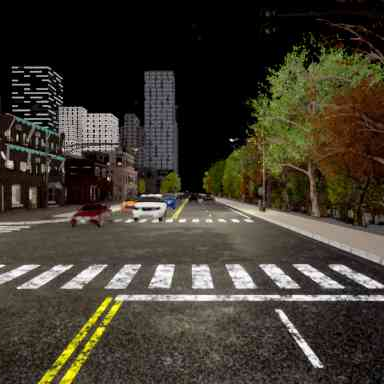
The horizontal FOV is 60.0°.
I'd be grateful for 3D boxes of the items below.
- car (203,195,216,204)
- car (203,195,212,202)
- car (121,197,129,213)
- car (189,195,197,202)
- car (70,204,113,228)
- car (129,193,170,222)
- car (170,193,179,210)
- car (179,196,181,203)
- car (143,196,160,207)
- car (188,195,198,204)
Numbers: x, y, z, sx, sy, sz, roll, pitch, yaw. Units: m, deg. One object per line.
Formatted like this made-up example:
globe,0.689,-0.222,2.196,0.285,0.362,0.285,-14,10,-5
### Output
car,3.494,1.468,63.987,2.128,1.511,4.902,0,0,0
car,3.414,1.448,74.257,1.882,1.535,5.008,0,0,0
car,-6.518,1.340,37.028,2.097,1.767,4.553,0,0,0
car,0.180,1.494,75.592,1.812,1.442,4.674,0,0,0
car,-6.552,1.520,22.313,1.812,1.442,4.674,0,0,0
car,-3.286,1.215,26.723,2.150,2.045,5.566,0,0,0
car,-3.251,1.206,43.182,2.150,2.045,5.566,0,0,0
car,-3.118,1.468,66.494,2.128,1.511,4.902,0,0,1
car,-6.472,1.474,53.257,2.128,1.511,4.902,0,0,0
car,0.246,1.480,65.255,1.837,1.490,4.892,0,0,0
